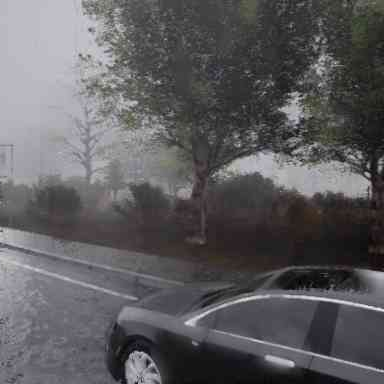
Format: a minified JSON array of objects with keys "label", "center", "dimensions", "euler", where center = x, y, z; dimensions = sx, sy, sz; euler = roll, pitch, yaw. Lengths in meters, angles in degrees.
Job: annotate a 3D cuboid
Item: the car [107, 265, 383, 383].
[{"label":"car","center":[1.225,1.514,3.237],"dimensions":[4.892,1.490,1.837],"euler":[0,0,36]}]
